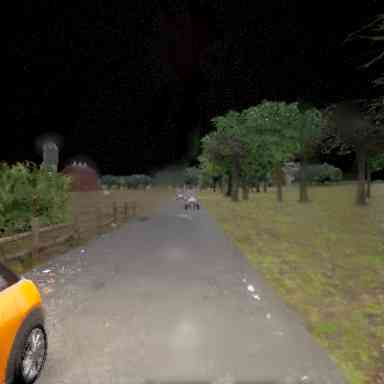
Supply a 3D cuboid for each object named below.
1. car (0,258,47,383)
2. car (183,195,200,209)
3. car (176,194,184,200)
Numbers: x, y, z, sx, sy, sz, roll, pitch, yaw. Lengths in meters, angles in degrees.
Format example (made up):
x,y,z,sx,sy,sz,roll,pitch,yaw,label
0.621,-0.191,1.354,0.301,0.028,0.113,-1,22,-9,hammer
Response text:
x,y,z,sx,sy,sz,roll,pitch,yaw,label
-2.852,1.354,2.235,2.097,1.767,4.553,0,0,0,car
0.025,1.458,44.230,1.812,1.442,4.674,0,0,0,car
-2.886,1.191,81.907,1.812,1.442,4.674,0,0,0,car
